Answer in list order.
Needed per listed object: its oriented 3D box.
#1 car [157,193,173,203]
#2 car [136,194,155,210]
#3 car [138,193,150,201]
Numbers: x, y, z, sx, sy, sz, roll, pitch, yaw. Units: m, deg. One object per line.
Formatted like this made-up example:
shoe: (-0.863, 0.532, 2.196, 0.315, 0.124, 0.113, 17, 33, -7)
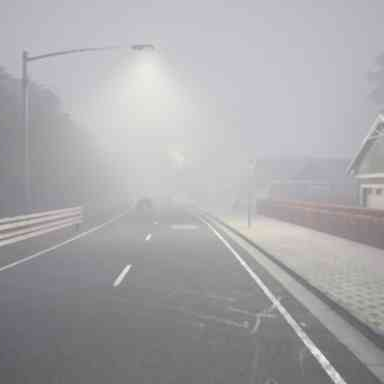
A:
car: (-4.407, 1.187, 57.053, 2.033, 1.411, 5.357, 0, 1, -9)
car: (-5.598, 1.334, 39.714, 1.837, 1.490, 4.892, 0, 0, -6)
car: (-9.756, 1.055, 67.683, 2.128, 1.511, 4.902, 0, 1, -10)
